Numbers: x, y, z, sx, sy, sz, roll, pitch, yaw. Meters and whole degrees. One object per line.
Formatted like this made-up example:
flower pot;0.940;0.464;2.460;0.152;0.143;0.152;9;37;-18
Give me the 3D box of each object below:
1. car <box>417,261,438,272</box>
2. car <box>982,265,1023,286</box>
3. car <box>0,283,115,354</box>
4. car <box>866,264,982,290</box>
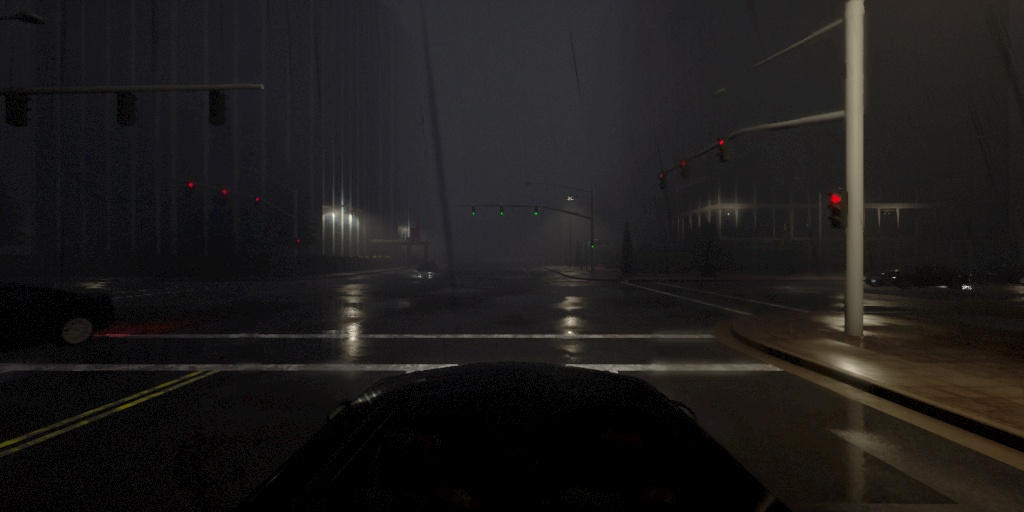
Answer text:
car;-10.510;1.371;44.868;1.994;1.385;4.181;0;1;0
car;32.850;1.313;24.925;4.181;1.385;1.994;0;0;1
car;-10.500;1.277;6.468;1.882;1.535;5.008;0;1;0
car;24.200;1.241;21.515;4.902;1.511;2.128;0;0;1
